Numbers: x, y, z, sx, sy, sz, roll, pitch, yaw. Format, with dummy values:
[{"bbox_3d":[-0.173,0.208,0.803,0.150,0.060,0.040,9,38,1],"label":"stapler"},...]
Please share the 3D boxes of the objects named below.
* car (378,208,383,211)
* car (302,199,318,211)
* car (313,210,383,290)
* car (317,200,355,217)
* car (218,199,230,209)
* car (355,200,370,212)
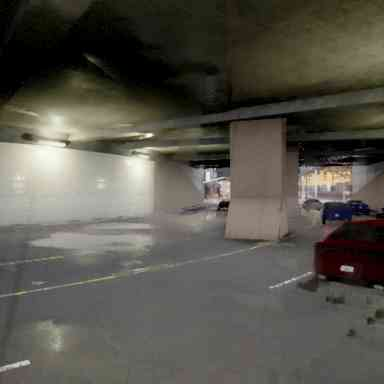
[{"bbox_3d":[13.055,1.562,21.361,1.994,1.385,4.181,0,0,23],"label":"car"},{"bbox_3d":[14.510,1.526,40.022,1.812,1.442,4.674,0,0,12],"label":"car"},{"bbox_3d":[4.955,1.478,8.840,1.882,1.535,5.008,0,0,43],"label":"car"},{"bbox_3d":[10.782,1.478,25.210,1.882,1.535,5.008,0,0,19],"label":"car"},{"bbox_3d":[4.730,1.601,45.186,1.895,1.301,4.718,0,0,12],"label":"car"},{"bbox_3d":[16.945,1.548,34.774,2.033,1.411,5.357,0,0,12],"label":"car"}]
